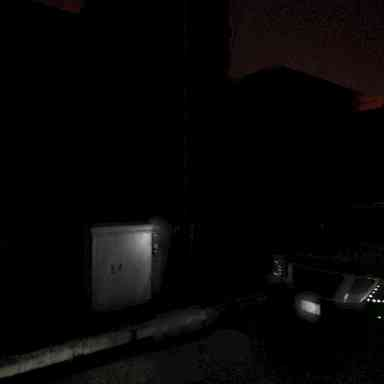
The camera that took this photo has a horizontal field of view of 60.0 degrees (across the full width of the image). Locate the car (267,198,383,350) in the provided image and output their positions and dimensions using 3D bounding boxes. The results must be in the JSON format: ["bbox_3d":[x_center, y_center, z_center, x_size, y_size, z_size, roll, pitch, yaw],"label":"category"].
[{"bbox_3d":[3.855,1.168,6.128,5.566,2.045,2.150,-1,1,-35],"label":"car"}]
